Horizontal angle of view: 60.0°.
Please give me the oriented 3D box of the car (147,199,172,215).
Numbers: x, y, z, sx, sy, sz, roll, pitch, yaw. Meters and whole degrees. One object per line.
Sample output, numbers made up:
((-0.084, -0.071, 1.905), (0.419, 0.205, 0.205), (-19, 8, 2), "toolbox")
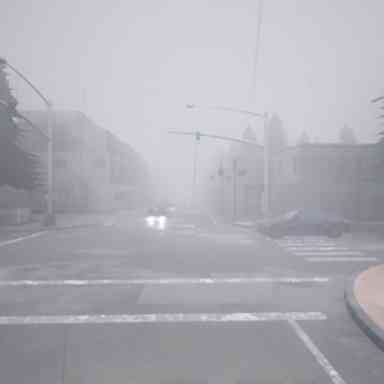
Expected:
((-3.588, 1.618, 35.228), (2.128, 1.511, 4.902), (0, 0, 0), "car")

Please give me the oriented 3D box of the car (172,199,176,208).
((-3.574, 1.752, 52.281), (1.994, 1.385, 4.181), (0, 0, 0), "car")

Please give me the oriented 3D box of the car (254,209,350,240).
((5.500, 1.573, 16.728), (4.674, 1.442, 1.812), (0, 0, -4), "car")
